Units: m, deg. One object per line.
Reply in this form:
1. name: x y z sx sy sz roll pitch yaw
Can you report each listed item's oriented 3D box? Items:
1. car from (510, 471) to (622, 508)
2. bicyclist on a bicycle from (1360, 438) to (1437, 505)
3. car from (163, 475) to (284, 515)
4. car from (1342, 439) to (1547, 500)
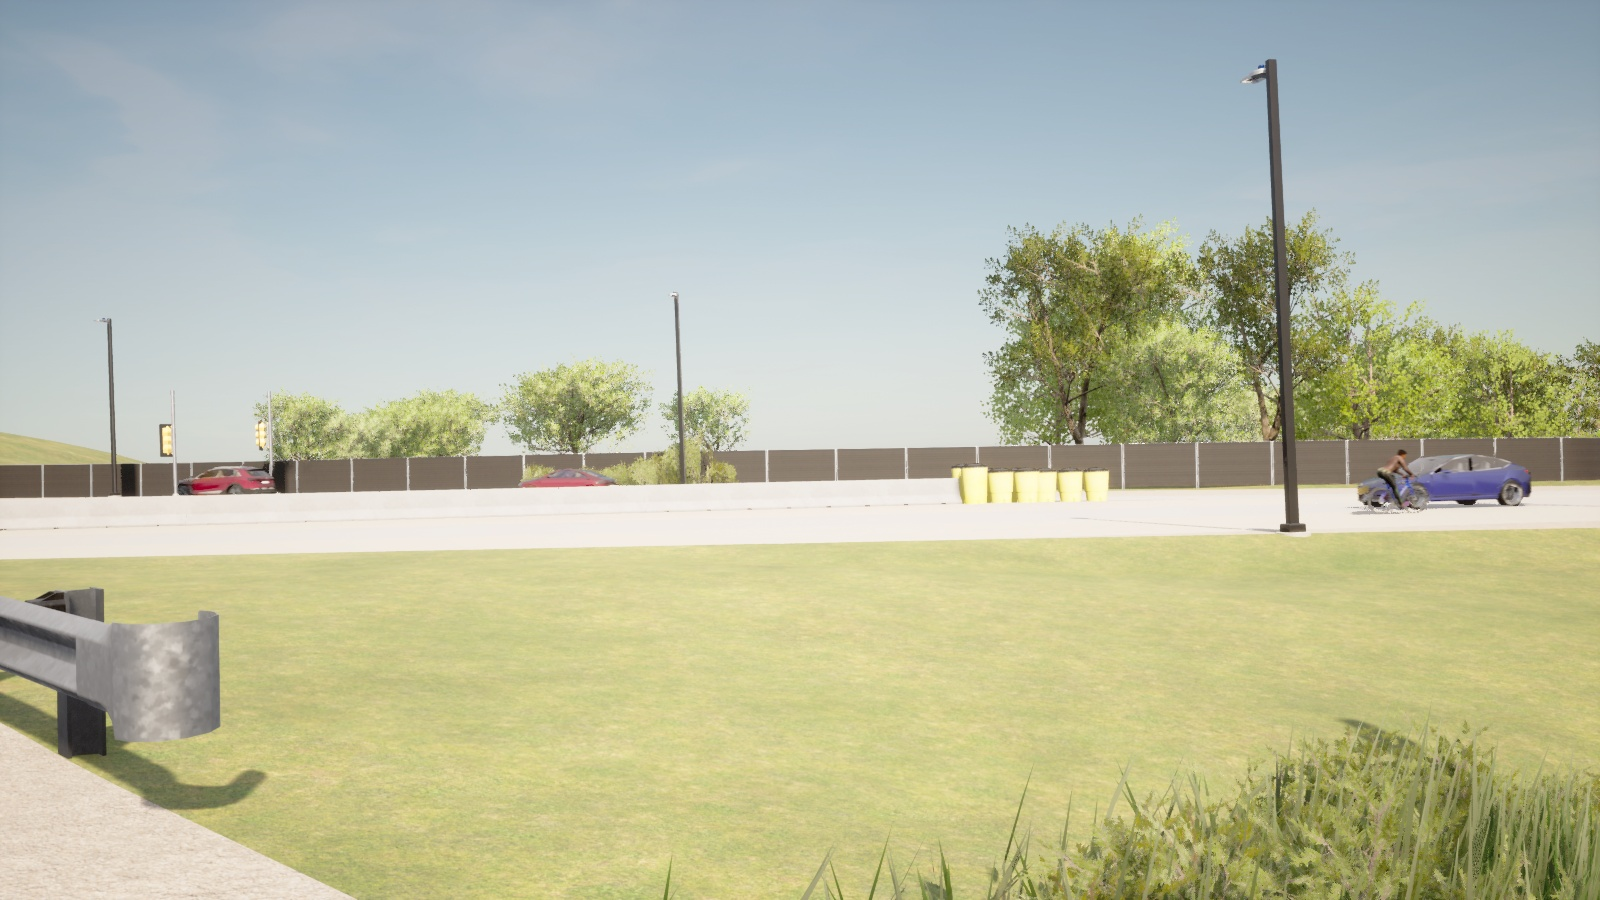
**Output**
1. car: -9.882 1.656 53.098 4.181 1.385 1.994 -2 0 15
2. bicyclist on a bicycle: 14.903 0.537 31.274 1.656 1.620 0.582 -2 -1 -11
3. car: -26.495 2.052 57.710 4.856 1.649 2.033 -2 0 16
4. car: 18.162 0.546 35.493 4.792 1.488 2.163 -2 -1 -11
